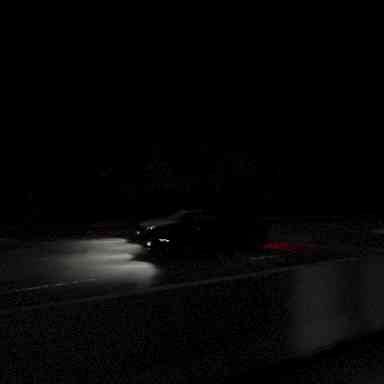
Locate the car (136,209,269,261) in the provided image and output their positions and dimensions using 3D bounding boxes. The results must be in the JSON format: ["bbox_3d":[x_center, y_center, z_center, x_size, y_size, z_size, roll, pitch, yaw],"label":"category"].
[{"bbox_3d":[0.657,1.514,12.384,4.892,1.490,1.837,0,0,-30],"label":"car"}]

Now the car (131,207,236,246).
[{"bbox_3d":[-0.348,1.533,15.853,4.674,1.442,1.812,0,0,-30],"label":"car"}]
